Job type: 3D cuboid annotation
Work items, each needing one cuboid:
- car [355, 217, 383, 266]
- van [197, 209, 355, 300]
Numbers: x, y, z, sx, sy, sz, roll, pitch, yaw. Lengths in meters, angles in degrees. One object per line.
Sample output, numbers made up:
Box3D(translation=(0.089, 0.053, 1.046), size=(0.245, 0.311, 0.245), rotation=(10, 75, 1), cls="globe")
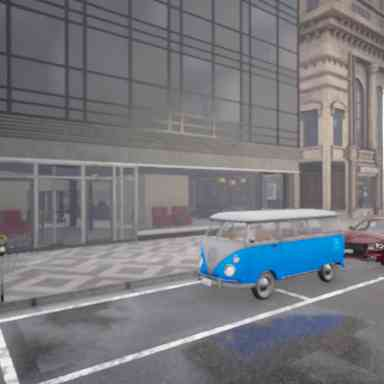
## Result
Box3D(translation=(6.581, 1.532, 11.349), size=(4.507, 1.381, 1.887), rotation=(0, 0, -36), cls="car")
Box3D(translation=(2.020, 1.334, 8.096), size=(3.998, 1.788, 1.690), rotation=(0, 0, -36), cls="van")
